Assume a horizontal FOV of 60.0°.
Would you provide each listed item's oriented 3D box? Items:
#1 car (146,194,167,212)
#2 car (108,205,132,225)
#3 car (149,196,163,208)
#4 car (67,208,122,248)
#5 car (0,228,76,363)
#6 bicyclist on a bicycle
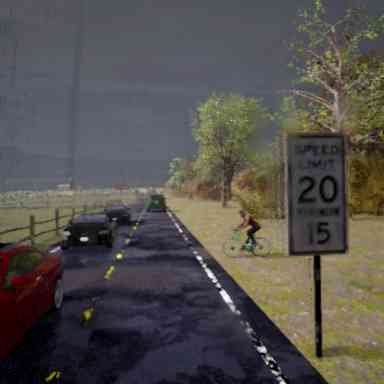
[{"bbox_3d":[-4.151,1.242,38.782,2.150,2.045,5.566,-1,0,-6],"label":"car"},{"bbox_3d":[-5.534,1.646,24.753,1.994,1.385,4.181,-1,0,-7],"label":"car"},{"bbox_3d":[-5.373,1.493,49.676,1.882,1.535,5.008,-1,0,-6],"label":"car"},{"bbox_3d":[-4.428,1.641,14.845,1.994,1.385,4.181,-1,0,-8],"label":"car"},{"bbox_3d":[-3.316,1.590,5.030,1.812,1.442,4.674,-1,0,-6],"label":"car"},{"bbox_3d":[1.827,1.404,11.095,1.656,1.620,0.582,0,0,-6],"label":"bicyclist on a bicycle"}]
